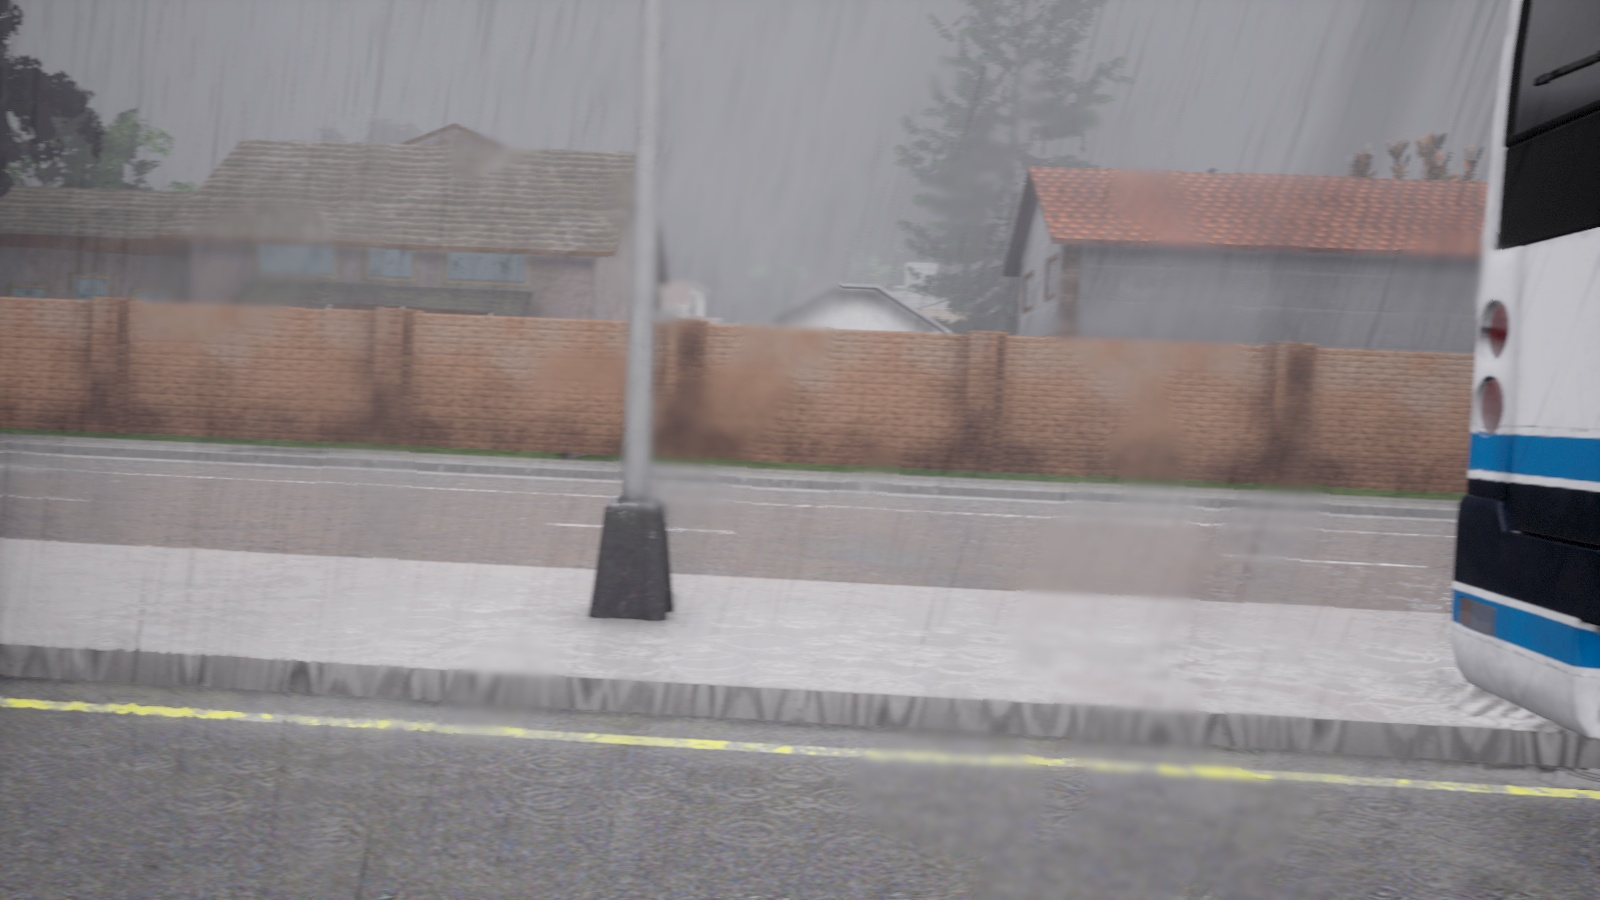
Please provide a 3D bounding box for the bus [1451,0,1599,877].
[{"bbox_3d":[8.055,-0.297,3.338,10.273,4.253,3.944,3,2,3],"label":"bus"}]
